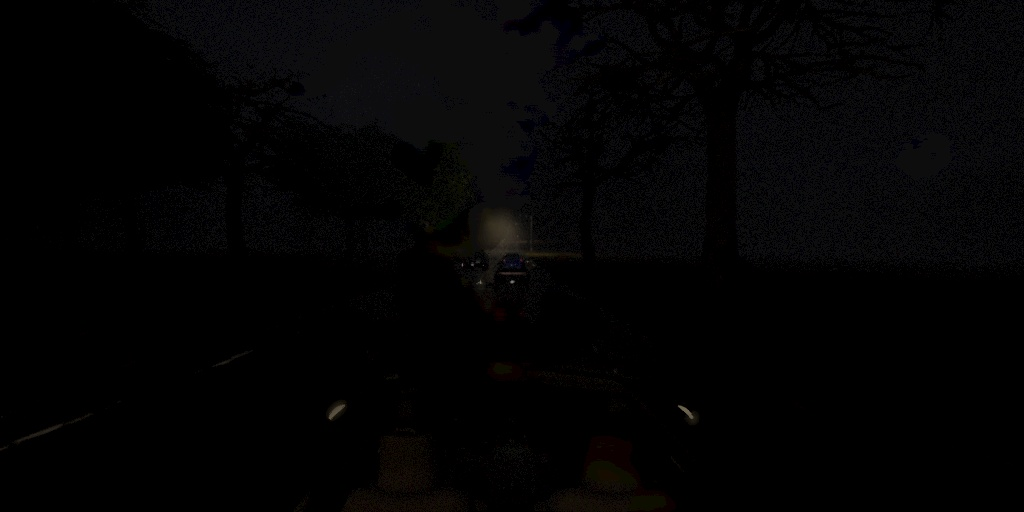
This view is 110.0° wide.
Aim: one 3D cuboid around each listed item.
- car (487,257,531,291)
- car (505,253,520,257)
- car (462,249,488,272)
[{"bbox_3d":[0.025,1.001,19.635,2.128,1.511,4.902,0,1,0],"label":"car"},{"bbox_3d":[0.075,0.463,37.043,2.097,1.767,4.553,0,1,0],"label":"car"},{"bbox_3d":[-3.503,0.374,35.320,2.150,2.045,5.566,0,1,0],"label":"car"}]
